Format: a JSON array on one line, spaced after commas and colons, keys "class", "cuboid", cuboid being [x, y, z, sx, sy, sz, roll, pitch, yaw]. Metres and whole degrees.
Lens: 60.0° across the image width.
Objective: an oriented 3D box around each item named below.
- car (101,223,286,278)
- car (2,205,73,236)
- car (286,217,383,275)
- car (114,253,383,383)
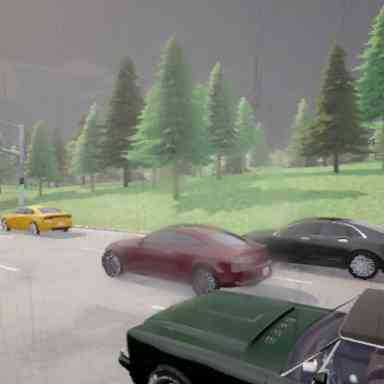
[{"class": "car", "cuboid": [-0.278, 1.535, 8.474, 4.674, 1.442, 1.812, 0, 0, 35]}, {"class": "car", "cuboid": [-8.872, 1.511, 18.899, 5.008, 1.535, 1.882, 0, 0, 35]}, {"class": "car", "cuboid": [3.701, 1.508, 9.949, 4.892, 1.490, 1.837, 0, 0, 35]}, {"class": "car", "cuboid": [1.575, 1.601, 2.870, 4.718, 1.301, 1.895, 0, 0, 35]}]
